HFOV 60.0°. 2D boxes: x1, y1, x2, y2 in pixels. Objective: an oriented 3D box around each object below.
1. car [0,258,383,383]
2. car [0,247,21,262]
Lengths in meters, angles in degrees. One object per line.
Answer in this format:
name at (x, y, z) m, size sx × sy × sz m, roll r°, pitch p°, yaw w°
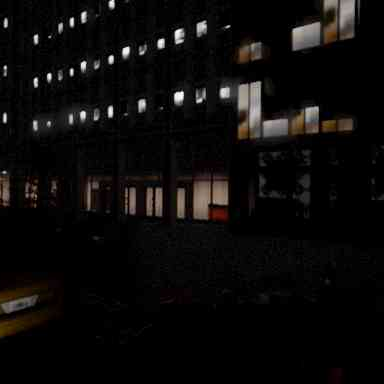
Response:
car at (0.545, 1.434, 2.477) m, size 4.097 × 1.590 × 1.967 m, roll 0°, pitch 1°, yaw 36°
car at (-4.213, 1.479, 5.887) m, size 4.829 × 1.417 × 1.752 m, roll 0°, pitch 1°, yaw 36°
